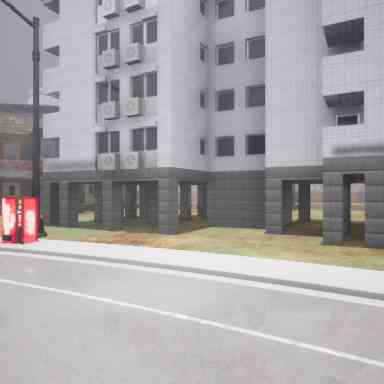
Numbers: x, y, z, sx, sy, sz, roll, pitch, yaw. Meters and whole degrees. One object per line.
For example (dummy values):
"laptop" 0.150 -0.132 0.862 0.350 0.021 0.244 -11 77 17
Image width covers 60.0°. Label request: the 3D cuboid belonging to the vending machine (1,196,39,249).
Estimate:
"vending machine" -7.182 1.205 13.921 0.880 2.100 1.100 0 0 21
